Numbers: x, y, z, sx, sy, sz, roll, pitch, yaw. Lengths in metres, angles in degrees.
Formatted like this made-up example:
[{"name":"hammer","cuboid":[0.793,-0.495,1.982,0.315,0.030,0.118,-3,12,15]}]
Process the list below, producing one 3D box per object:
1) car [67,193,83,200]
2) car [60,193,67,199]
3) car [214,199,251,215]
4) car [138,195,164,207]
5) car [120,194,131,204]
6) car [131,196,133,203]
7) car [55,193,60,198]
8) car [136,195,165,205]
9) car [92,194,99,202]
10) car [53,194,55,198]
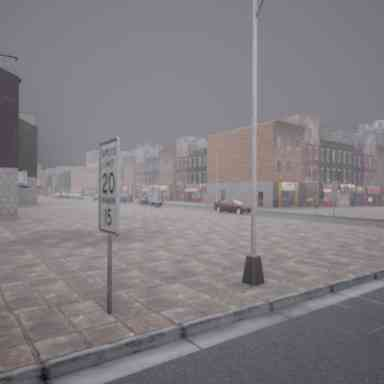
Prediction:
[{"name":"car","cuboid":[-24.647,0.948,71.279,2.008,1.369,4.403,1,0,-35]},{"name":"car","cuboid":[-27.824,0.908,75.761,1.887,1.381,4.507,1,0,-35]},{"name":"car","cuboid":[3.946,1.351,30.943,1.887,1.381,4.507,1,0,-35]},{"name":"car","cuboid":[-5.584,1.213,44.388,1.947,1.339,4.313,1,0,-35]},{"name":"car","cuboid":[-12.090,1.030,52.903,1.882,1.535,5.008,1,0,-35]},{"name":"car","cuboid":[-11.904,1.054,57.853,1.837,1.490,4.892,1,0,-35]},{"name":"car","cuboid":[-31.002,0.876,80.243,1.887,1.381,4.507,1,0,-35]},{"name":"car","cuboid":[-6.244,1.176,49.951,2.033,1.411,5.357,1,0,-35]},{"name":"car","cuboid":[-16.143,1.002,58.611,1.837,1.490,4.892,1,0,-35]},{"name":"car","cuboid":[-34.081,0.827,84.586,1.752,1.417,4.829,1,0,-35]}]
